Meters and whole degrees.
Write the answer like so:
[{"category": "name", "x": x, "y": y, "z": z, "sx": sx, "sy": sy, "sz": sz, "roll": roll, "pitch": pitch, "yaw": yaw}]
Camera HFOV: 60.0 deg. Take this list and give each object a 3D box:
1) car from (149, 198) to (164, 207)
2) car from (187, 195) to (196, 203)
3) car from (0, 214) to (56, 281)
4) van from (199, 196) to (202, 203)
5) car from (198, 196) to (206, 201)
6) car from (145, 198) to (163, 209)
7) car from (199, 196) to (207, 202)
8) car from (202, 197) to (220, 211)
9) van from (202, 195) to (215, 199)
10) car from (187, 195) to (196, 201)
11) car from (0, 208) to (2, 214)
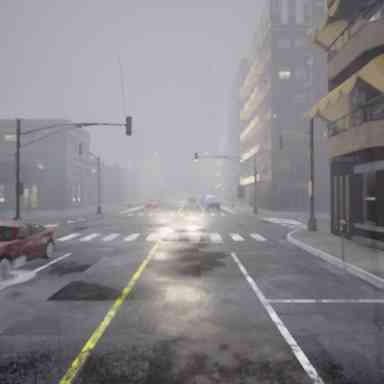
[{"category": "car", "x": -5.705, "y": 1.653, "z": 53.654, "sx": 1.887, "sy": 1.381, "sz": 4.507, "roll": 1, "pitch": 0, "yaw": 0}, {"category": "car", "x": -0.035, "y": 1.649, "z": 72.017, "sx": 2.128, "sy": 1.511, "sz": 4.902, "roll": 0, "pitch": 0, "yaw": 0}, {"category": "car", "x": -5.651, "y": 1.571, "z": 10.010, "sx": 1.887, "sy": 1.381, "sz": 4.507, "roll": 1, "pitch": 0, "yaw": 0}, {"category": "van", "x": 2.676, "y": 1.458, "z": 59.276, "sx": 1.690, "sy": 1.788, "sz": 3.998, "roll": 1, "pitch": 0, "yaw": 0}, {"category": "car", "x": 2.660, "y": 1.711, "z": 87.179, "sx": 1.947, "sy": 1.339, "sz": 4.313, "roll": 1, "pitch": 0, "yaw": 0}, {"category": "car", "x": -5.703, "y": 1.681, "z": 48.074, "sx": 1.802, "sy": 1.307, "sz": 4.206, "roll": 1, "pitch": 0, "yaw": 0}, {"category": "car", "x": 2.662, "y": 1.707, "z": 81.598, "sx": 1.947, "sy": 1.339, "sz": 4.313, "roll": 1, "pitch": 0, "yaw": 0}, {"category": "car", "x": 2.681, "y": 1.642, "z": 42.534, "sx": 2.008, "sy": 1.369, "sz": 4.403, "roll": 1, "pitch": 0, "yaw": 0}, {"category": "van", "x": 2.681, "y": 1.441, "z": 48.113, "sx": 1.690, "sy": 1.788, "sz": 3.998, "roll": 1, "pitch": 0, "yaw": 0}, {"category": "car", "x": -0.041, "y": 1.499, "z": 82.442, "sx": 2.128, "sy": 1.511, "sz": 4.902, "roll": 0, "pitch": 0, "yaw": 0}, {"category": "car", "x": -19.732, "y": 1.770, "z": 30.316, "sx": 4.403, "sy": 1.369, "sz": 2.008, "roll": 0, "pitch": -1, "yaw": 1}]
